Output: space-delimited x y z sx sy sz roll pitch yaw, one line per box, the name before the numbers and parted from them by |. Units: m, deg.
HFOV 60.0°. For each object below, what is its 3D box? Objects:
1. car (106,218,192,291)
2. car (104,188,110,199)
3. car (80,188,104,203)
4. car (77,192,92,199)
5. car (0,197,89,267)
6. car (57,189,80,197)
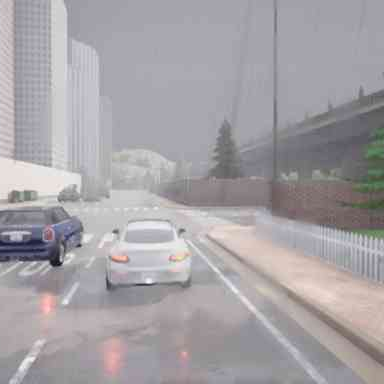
car | -1.101 1.406 8.621 1.812 1.442 4.674 0 1 -7
car | -17.462 0.315 65.581 2.150 2.045 5.566 0 1 -9
car | -14.958 0.664 49.838 2.097 1.767 4.553 0 1 -9
car | -20.913 0.645 65.013 2.033 1.411 5.357 0 1 -9
car | -4.928 1.199 10.871 2.097 1.767 4.553 0 1 -8
car | -18.495 0.533 49.794 2.150 2.045 5.566 0 1 -9
